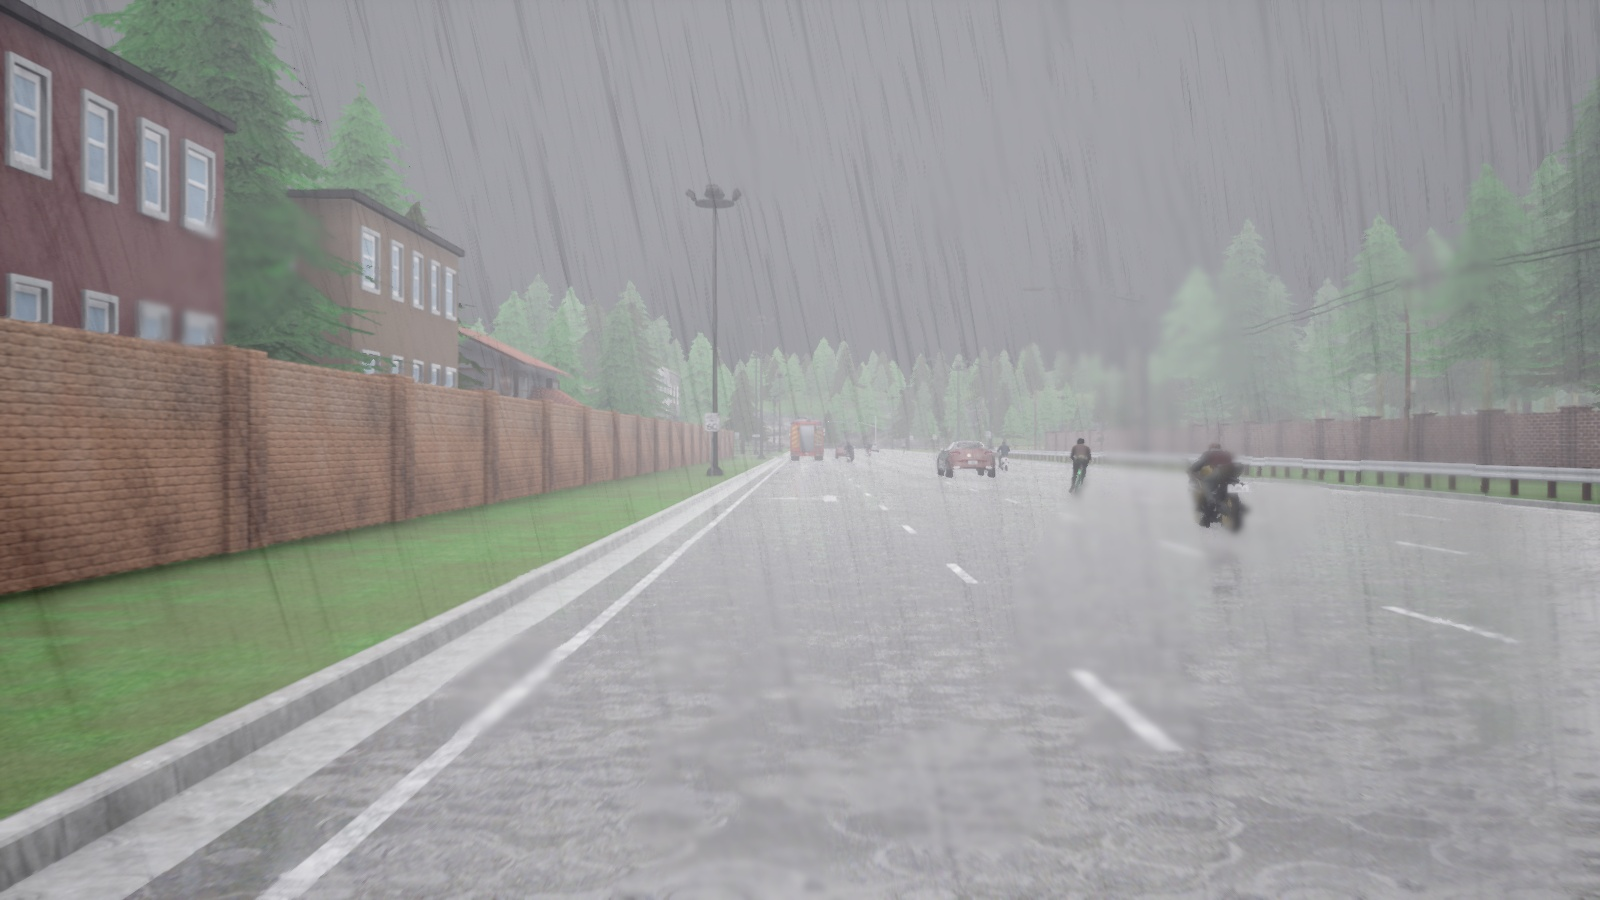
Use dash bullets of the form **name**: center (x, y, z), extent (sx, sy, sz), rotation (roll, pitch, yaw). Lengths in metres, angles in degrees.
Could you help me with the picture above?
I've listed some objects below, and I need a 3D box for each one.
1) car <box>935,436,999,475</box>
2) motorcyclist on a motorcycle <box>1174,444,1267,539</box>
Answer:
- **car**: center (7.319, 0.222, 55.531), extent (2.152, 1.651, 5.027), rotation (0, 0, 0)
- **motorcyclist on a motorcycle**: center (7.131, 0.668, 21.414), extent (0.866, 1.530, 2.191), rotation (0, 0, 0)
